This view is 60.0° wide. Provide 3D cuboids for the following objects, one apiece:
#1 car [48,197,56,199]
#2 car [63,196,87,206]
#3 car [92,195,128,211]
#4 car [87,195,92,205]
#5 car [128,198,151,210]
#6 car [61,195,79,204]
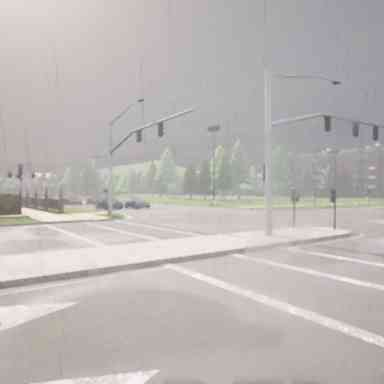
[{"bbox_3d":[-27.618,1.552,65.154,1.895,1.301,4.718,0,0,-36],"label":"car"},{"bbox_3d":[-18.893,1.461,53.031,1.837,1.490,4.892,0,0,-36],"label":"car"},{"bbox_3d":[-10.172,1.309,41.026,2.097,1.767,4.553,0,0,-36],"label":"car"},{"bbox_3d":[-15.779,1.300,54.705,2.097,1.767,4.553,0,0,-36],"label":"car"},{"bbox_3d":[-7.061,1.473,42.700,1.812,1.442,4.674,0,0,-36],"label":"car"},{"bbox_3d":[-24.487,1.468,66.799,2.128,1.511,4.902,0,0,-36],"label":"car"}]
